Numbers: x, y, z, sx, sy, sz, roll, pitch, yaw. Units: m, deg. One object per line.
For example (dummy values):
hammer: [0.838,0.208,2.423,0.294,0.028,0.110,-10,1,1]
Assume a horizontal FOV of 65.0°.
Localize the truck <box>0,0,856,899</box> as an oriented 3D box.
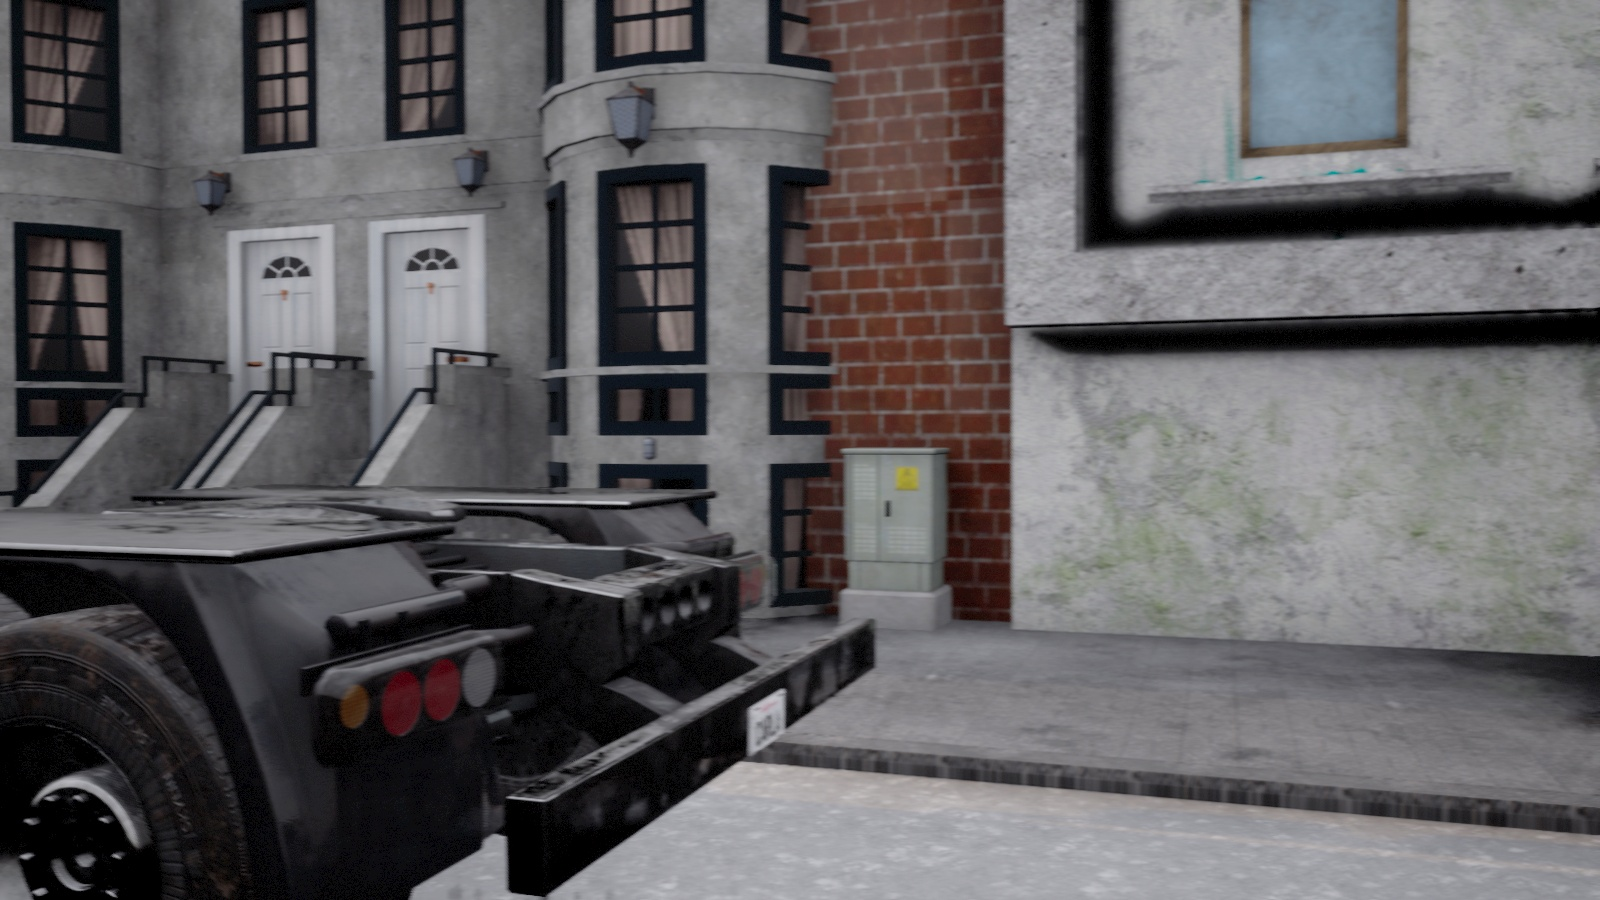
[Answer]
truck: [-3.999,-0.251,5.051,7.936,3.462,2.891,1,1,19]
